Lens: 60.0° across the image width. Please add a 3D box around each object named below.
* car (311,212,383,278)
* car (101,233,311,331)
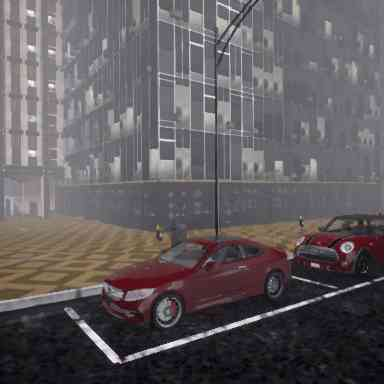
[{"bbox_3d":[4.921,1.438,10.080,4.097,1.590,1.967,0,-1,-35],"label":"car"},{"bbox_3d":[0.294,1.581,6.778,4.206,1.307,1.802,0,-1,-35],"label":"car"}]
